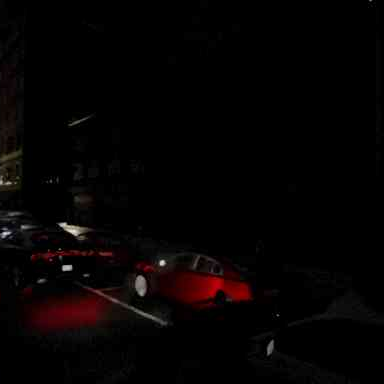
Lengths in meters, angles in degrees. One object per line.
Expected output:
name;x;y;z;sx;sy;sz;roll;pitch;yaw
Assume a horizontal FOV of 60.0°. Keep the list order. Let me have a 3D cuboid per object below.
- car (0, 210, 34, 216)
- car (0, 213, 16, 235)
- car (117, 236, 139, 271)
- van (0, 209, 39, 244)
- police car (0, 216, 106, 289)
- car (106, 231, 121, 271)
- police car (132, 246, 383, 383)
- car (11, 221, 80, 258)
car;-8.785;1.828;14.890;2.097;1.767;4.553;3;-3;-41
car;-14.624;2.311;24.452;1.887;1.381;4.507;3;-3;-41
car;0.351;1.885;7.474;1.887;1.381;4.507;3;-3;-41
van;-10.876;2.002;20.215;1.690;1.788;3.998;3;-3;-41
police car;-4.911;1.792;10.494;1.930;1.638;5.238;3;-3;-41
car;-3.393;2.030;11.717;1.802;1.307;4.206;3;-3;-41
police car;1.703;1.600;2.996;1.930;1.638;5.238;3;-3;-41
car;-7.137;2.137;15.961;1.802;1.307;4.206;3;-3;-41
